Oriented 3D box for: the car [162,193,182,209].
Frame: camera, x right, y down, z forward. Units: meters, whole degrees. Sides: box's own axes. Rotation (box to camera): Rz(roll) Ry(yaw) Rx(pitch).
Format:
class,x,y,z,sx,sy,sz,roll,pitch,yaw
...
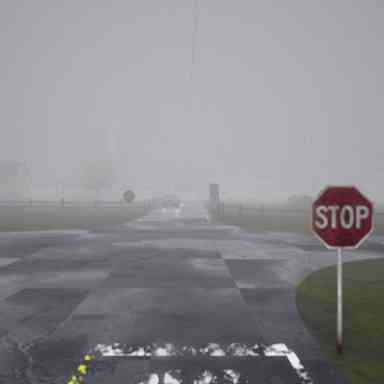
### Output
class,x,y,z,sx,sy,sz,roll,pitch,yaw
car,-2.903,1.221,47.058,2.150,2.045,5.566,0,0,0
